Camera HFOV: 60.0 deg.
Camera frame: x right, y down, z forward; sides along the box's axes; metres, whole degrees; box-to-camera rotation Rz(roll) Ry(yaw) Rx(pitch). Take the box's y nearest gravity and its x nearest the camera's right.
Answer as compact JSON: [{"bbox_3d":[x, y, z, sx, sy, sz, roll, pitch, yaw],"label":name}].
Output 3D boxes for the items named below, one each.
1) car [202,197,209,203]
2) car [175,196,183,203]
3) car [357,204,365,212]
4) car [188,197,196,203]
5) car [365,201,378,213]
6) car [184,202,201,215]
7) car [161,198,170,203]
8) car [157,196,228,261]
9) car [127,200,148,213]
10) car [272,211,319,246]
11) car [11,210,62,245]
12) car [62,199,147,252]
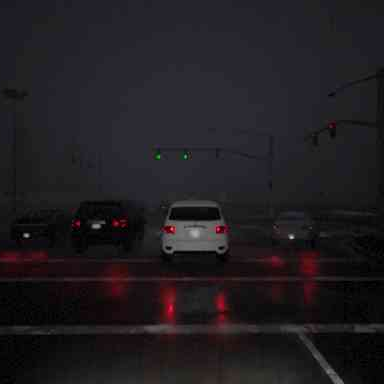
[{"bbox_3d":[3.524,2.119,88.166,1.837,1.490,4.892,0,0,0],"label":"car"},{"bbox_3d":[-3.476,1.980,88.555,2.097,1.767,4.553,0,0,0],"label":"car"},{"bbox_3d":[23.417,1.826,42.015,4.674,1.442,1.812,0,0,1],"label":"car"},{"bbox_3d":[0.024,2.144,88.167,2.128,1.511,4.902,0,0,0],"label":"car"},{"bbox_3d":[23.224,1.628,38.524,4.553,1.767,2.097,0,0,1],"label":"car"},{"bbox_3d":[0.111,1.883,39.448,1.895,1.301,4.718,0,0,0],"label":"car"},{"bbox_3d":[-6.976,2.221,88.615,1.895,1.301,4.718,0,0,0],"label":"car"},{"bbox_3d":[0.102,1.315,12.718,2.150,2.045,5.566,0,0,0],"label":"car"},{"bbox_3d":[-6.888,1.782,42.574,1.882,1.535,5.008,0,0,0],"label":"car"},{"bbox_3d":[4.995,1.640,15.945,1.812,1.442,4.674,-1,-1,22],"label":"car"},{"bbox_3d":[-6.896,1.609,16.314,2.128,1.511,4.902,0,0,0],"label":"car"},{"bbox_3d":[-3.395,1.326,14.495,2.150,2.045,5.566,0,0,0],"label":"car"}]
